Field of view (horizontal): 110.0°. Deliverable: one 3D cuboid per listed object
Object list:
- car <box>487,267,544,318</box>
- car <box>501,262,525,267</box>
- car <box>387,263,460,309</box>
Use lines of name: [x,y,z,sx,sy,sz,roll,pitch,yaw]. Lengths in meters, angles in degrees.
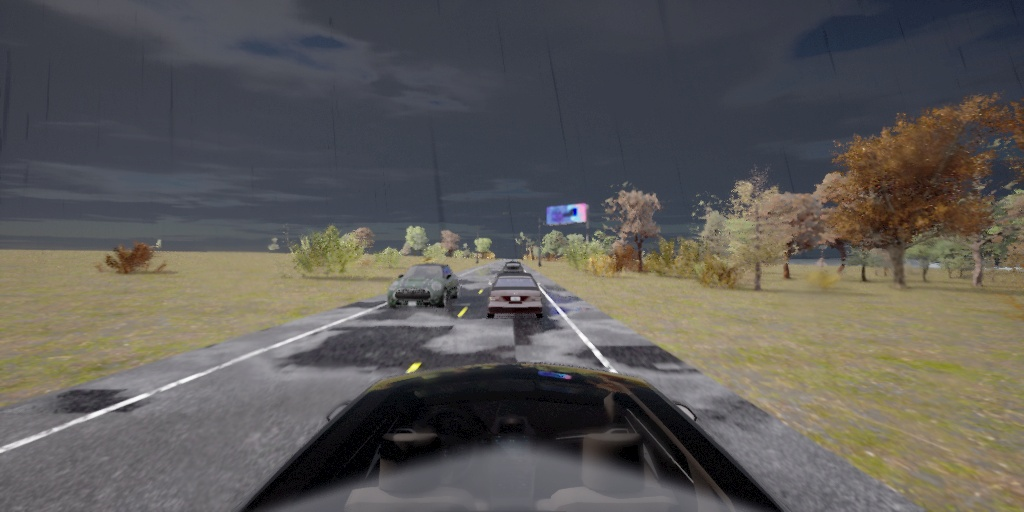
car: [0.098,1.301,13.018,2.033,1.411,5.357,0,0,0]
car: [0.095,1.267,32.349,1.837,1.490,4.892,0,0,0]
car: [-3.525,1.105,14.983,2.097,1.767,4.553,0,0,0]
